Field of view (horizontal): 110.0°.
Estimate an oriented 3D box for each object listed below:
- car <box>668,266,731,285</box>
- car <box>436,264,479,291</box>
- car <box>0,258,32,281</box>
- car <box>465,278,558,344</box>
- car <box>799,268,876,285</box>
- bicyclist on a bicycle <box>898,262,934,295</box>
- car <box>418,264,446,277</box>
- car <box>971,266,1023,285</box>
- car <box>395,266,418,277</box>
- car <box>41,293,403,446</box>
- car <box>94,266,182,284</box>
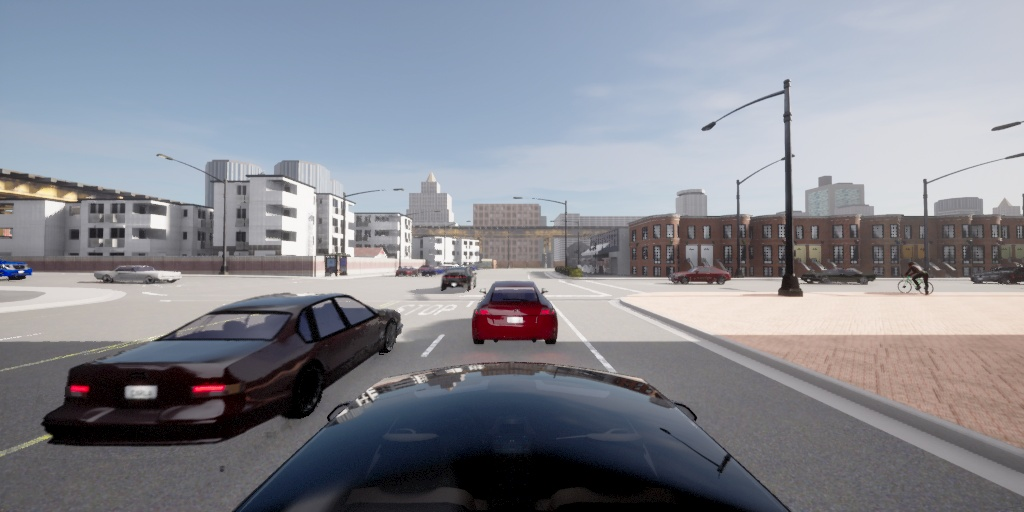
[{"bbox_3d":[15.238,1.572,29.195,4.674,1.442,1.812,0,-1,1],"label":"car"},{"bbox_3d":[-3.461,1.483,23.811,1.837,1.490,4.892,0,-1,0],"label":"car"},{"bbox_3d":[-37.712,0.711,24.978,5.566,2.045,2.150,2,-1,-13],"label":"car"},{"bbox_3d":[0.054,1.347,9.656,1.994,1.385,4.181,0,0,0],"label":"car"},{"bbox_3d":[26.200,1.642,28.974,4.718,1.301,1.895,0,-1,1],"label":"car"},{"bbox_3d":[20.347,1.128,18.119,0.582,1.620,1.656,0,-1,1],"label":"bicyclist on a bicycle"},{"bbox_3d":[-10.184,1.989,46.217,1.895,1.301,4.718,0,-1,3],"label":"car"},{"bbox_3d":[39.830,1.561,28.673,4.674,1.442,1.812,0,-1,1],"label":"car"},{"bbox_3d":[-13.671,1.962,46.697,1.994,1.385,4.181,0,-1,2],"label":"car"},{"bbox_3d":[-3.411,1.307,5.797,2.033,1.411,5.357,0,0,0],"label":"car"},{"bbox_3d":[-27.213,1.354,26.232,4.718,1.301,1.895,1,-1,-1],"label":"car"}]
